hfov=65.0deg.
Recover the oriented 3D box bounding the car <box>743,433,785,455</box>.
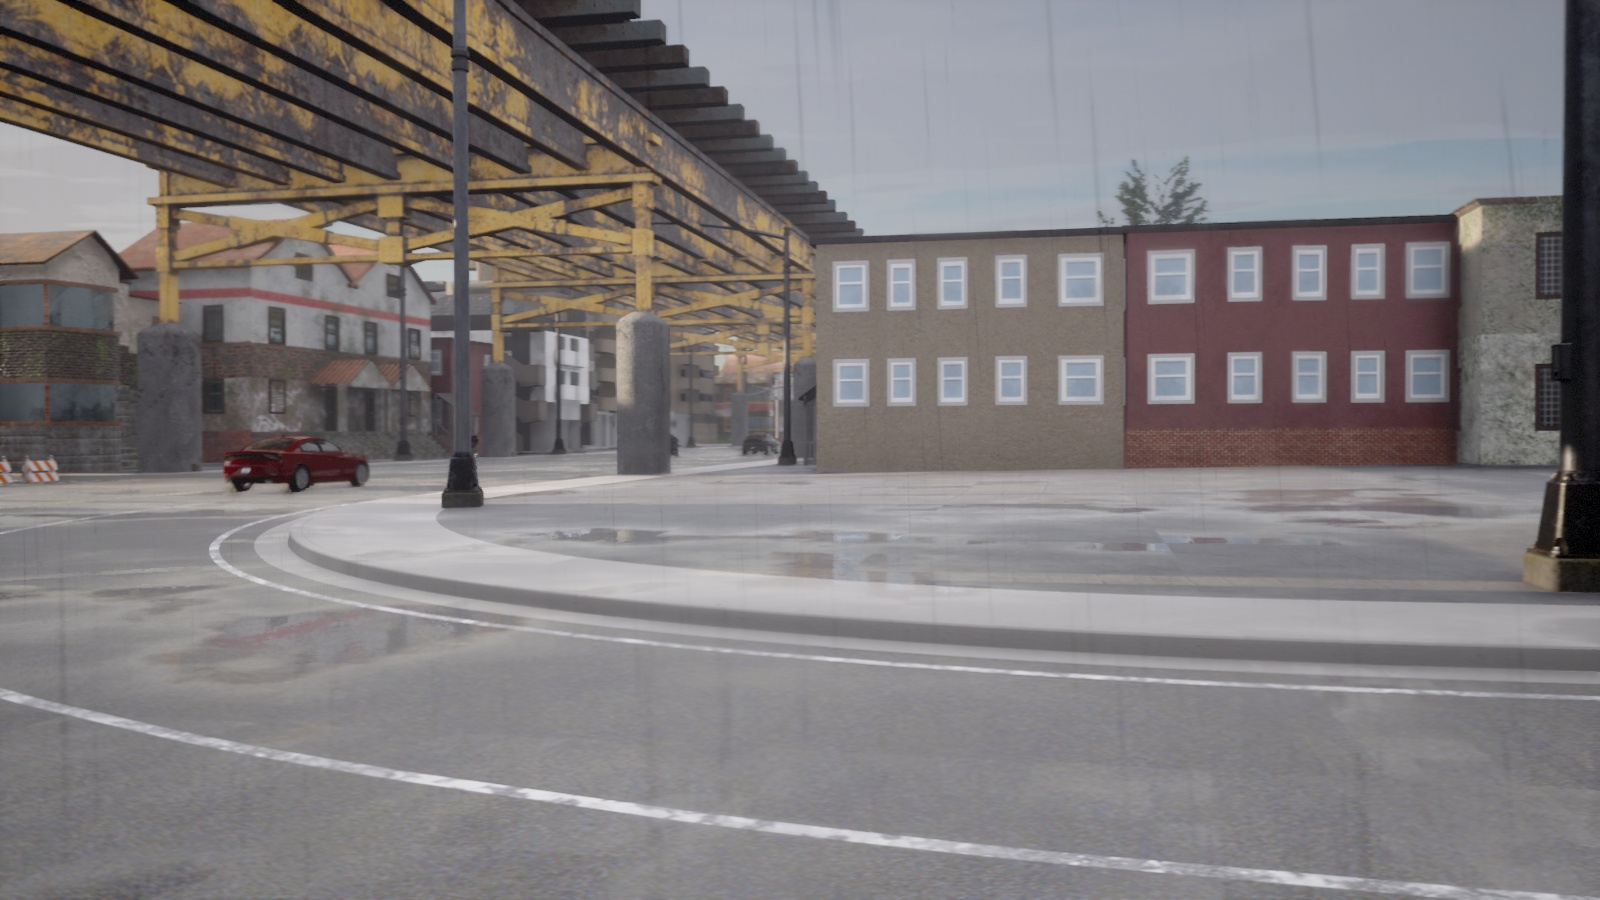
[{"bbox_3d":[-2.507,-0.450,88.187,1.837,1.490,4.892,0,1,12],"label":"car"}]

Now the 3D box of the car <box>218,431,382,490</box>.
[{"bbox_3d":[-13.957,0.235,35.412,1.882,1.535,5.008,0,1,11],"label":"car"}]
